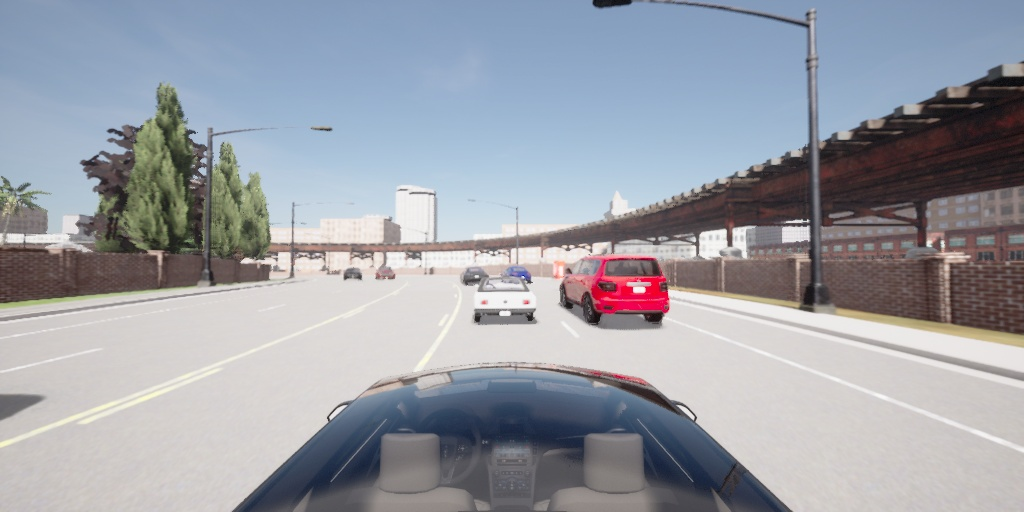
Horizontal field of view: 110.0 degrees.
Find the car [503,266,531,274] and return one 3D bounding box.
[{"bbox_3d":[0.286,1.593,30.145,1.812,1.442,4.674,0,-2,-14],"label":"car"}]

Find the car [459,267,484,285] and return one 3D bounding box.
[{"bbox_3d":[-3.186,1.619,29.610,1.994,1.385,4.181,0,-2,-14],"label":"car"}]

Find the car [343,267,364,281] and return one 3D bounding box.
[{"bbox_3d":[-17.992,2.031,40.723,1.882,1.535,5.008,1,-3,-22],"label":"car"}]

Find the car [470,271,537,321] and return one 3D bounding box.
[{"bbox_3d":[-0.362,1.377,12.559,1.895,1.301,4.718,0,0,-4],"label":"car"}]

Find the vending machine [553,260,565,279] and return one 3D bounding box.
[{"bbox_3d":[4.778,1.445,36.394,1.100,2.100,0.880,0,0,-16],"label":"vending machine"}]

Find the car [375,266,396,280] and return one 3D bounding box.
[{"bbox_3d":[-15.315,2.000,43.384,2.097,1.767,4.553,1,-3,-24],"label":"car"}]

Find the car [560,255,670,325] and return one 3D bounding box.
[{"bbox_3d":[3.179,1.002,12.199,2.150,2.045,5.566,0,0,-4],"label":"car"}]
